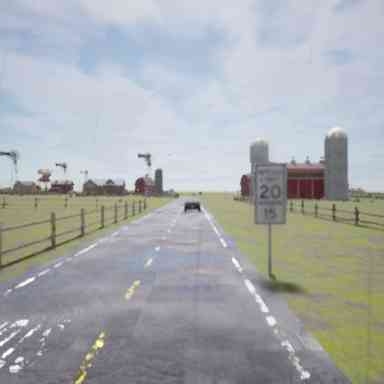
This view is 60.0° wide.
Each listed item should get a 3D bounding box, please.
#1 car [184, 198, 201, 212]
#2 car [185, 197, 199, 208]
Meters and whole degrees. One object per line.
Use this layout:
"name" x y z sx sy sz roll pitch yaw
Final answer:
"car" 0.046 1.460 38.874 1.882 1.535 5.008 0 0 0
"car" 0.061 1.544 49.775 1.994 1.385 4.181 0 0 0
